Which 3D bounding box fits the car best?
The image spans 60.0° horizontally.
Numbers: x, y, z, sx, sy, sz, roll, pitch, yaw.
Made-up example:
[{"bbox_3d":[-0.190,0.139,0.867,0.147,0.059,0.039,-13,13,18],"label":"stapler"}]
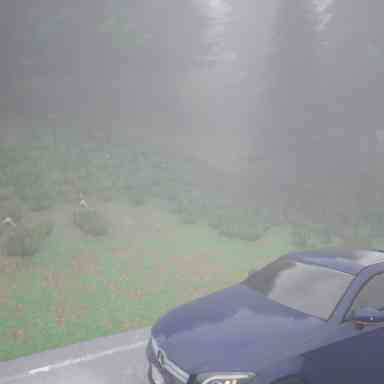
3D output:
[{"bbox_3d":[1.767,1.496,4.184,4.674,1.442,1.812,0,1,-26],"label":"car"}]
